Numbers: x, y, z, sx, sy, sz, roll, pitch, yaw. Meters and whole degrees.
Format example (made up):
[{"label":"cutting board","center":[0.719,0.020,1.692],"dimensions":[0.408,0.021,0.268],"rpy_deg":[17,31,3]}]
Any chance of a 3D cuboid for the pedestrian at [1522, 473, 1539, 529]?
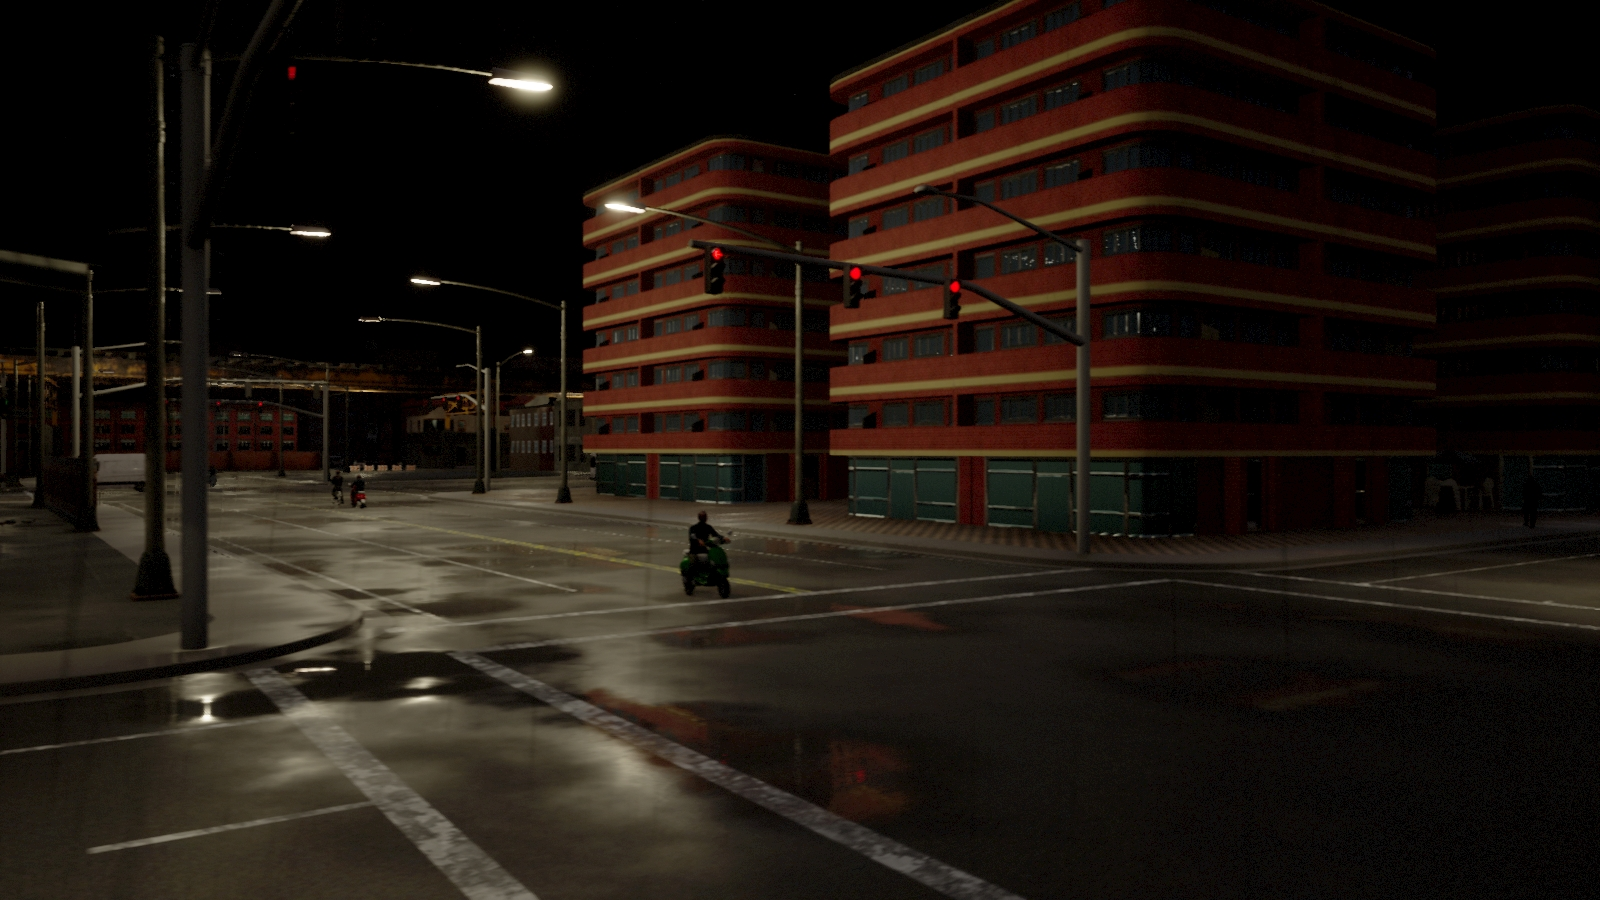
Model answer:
[{"label":"pedestrian","center":[24.533,1.705,38.381],"dimensions":[0.375,1.860,0.375],"rpy_deg":[0,0,-40]}]
